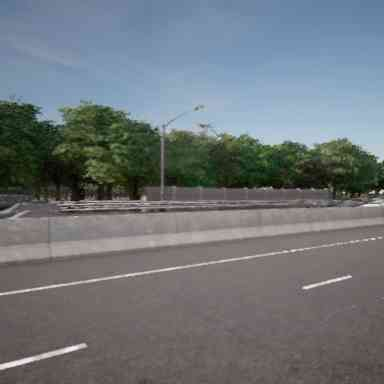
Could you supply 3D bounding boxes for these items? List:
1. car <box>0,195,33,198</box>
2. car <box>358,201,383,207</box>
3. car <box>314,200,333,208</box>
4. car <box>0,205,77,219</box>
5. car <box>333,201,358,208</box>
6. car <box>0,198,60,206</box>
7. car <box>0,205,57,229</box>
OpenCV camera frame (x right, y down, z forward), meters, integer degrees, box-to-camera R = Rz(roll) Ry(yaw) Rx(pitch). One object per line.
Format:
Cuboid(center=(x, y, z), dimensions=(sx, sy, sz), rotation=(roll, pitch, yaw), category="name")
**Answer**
Cuboid(center=(-14.182, 1.237, 23.969), dimensions=(5.566, 2.045, 2.150), rotation=(0, 0, -35), category="car")
Cuboid(center=(23.603, 1.826, 42.263), dimensions=(4.674, 1.442, 1.812), rotation=(0, 0, -35), category="car")
Cuboid(center=(19.562, 1.864, 47.966), dimensions=(4.181, 1.385, 1.994), rotation=(0, 0, -35), category="car")
Cuboid(center=(-7.616, 1.545, 15.754), dimensions=(4.674, 1.442, 1.812), rotation=(0, 0, -35), category="car")
Cuboid(center=(21.645, 1.864, 45.163), dimensions=(4.181, 1.385, 1.994), rotation=(0, 0, -35), category="car")
Cuboid(center=(-9.446, 1.374, 18.747), dimensions=(4.553, 1.767, 2.097), rotation=(0, 0, -35), category="car")
Cuboid(center=(-11.269, 1.587, 21.746), dimensions=(4.181, 1.385, 1.994), rotation=(0, 0, -35), category="car")
